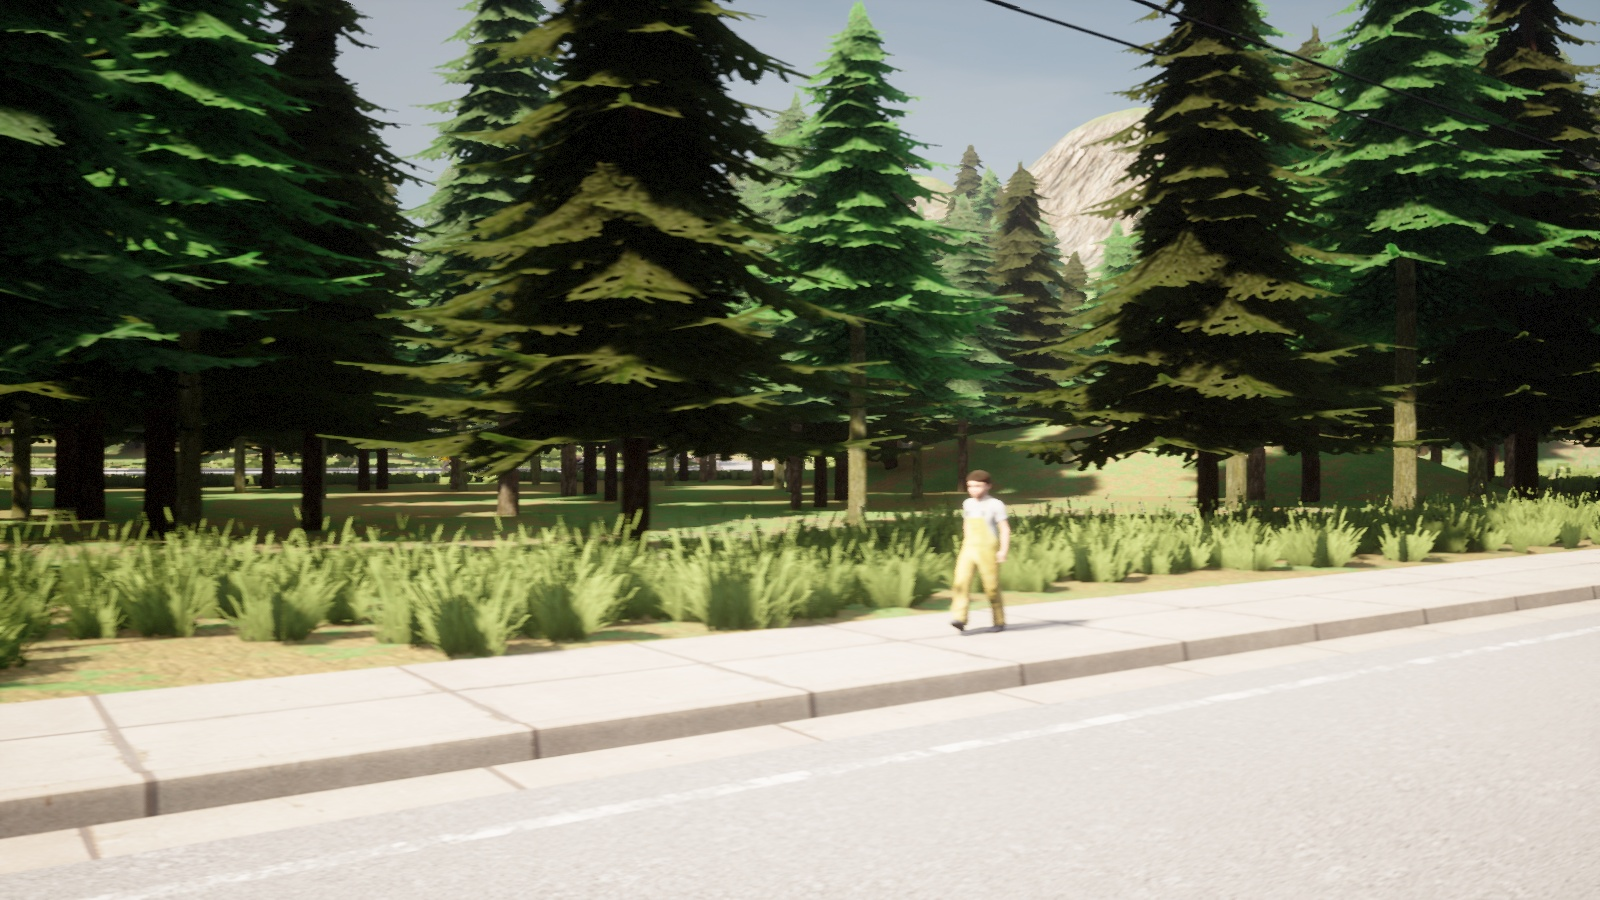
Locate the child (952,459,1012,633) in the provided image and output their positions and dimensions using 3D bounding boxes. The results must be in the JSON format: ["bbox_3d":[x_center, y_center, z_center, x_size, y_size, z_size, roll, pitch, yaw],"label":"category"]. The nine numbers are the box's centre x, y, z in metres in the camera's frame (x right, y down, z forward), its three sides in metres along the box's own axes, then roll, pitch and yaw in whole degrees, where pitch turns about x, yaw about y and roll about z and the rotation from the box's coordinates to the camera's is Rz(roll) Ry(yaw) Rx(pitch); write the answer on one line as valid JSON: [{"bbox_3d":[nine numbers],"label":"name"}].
[{"bbox_3d":[1.366,0.702,9.416,0.270,1.263,0.437,0,0,36],"label":"child"}]
